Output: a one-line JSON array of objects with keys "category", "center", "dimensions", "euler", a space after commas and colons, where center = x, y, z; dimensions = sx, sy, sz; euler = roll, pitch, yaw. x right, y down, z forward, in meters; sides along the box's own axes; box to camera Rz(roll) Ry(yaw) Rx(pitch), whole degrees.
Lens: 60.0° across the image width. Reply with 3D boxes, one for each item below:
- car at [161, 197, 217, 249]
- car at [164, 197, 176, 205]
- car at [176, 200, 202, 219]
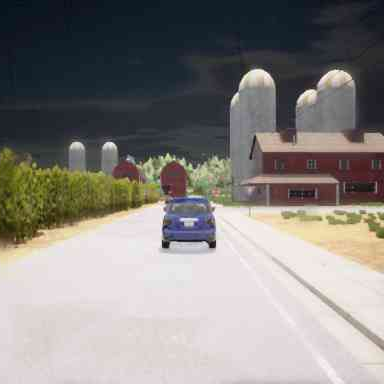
[{"category": "car", "center": [-0.131, 1.255, 14.721], "dimensions": [2.150, 2.045, 5.566], "euler": [0, 0, -1]}, {"category": "car", "center": [-4.108, 1.653, 63.203], "dimensions": [1.895, 1.301, 4.718], "euler": [0, 0, -1]}, {"category": "car", "center": [-0.278, 1.492, 29.690], "dimensions": [2.128, 1.511, 4.902], "euler": [0, 0, -1]}]
